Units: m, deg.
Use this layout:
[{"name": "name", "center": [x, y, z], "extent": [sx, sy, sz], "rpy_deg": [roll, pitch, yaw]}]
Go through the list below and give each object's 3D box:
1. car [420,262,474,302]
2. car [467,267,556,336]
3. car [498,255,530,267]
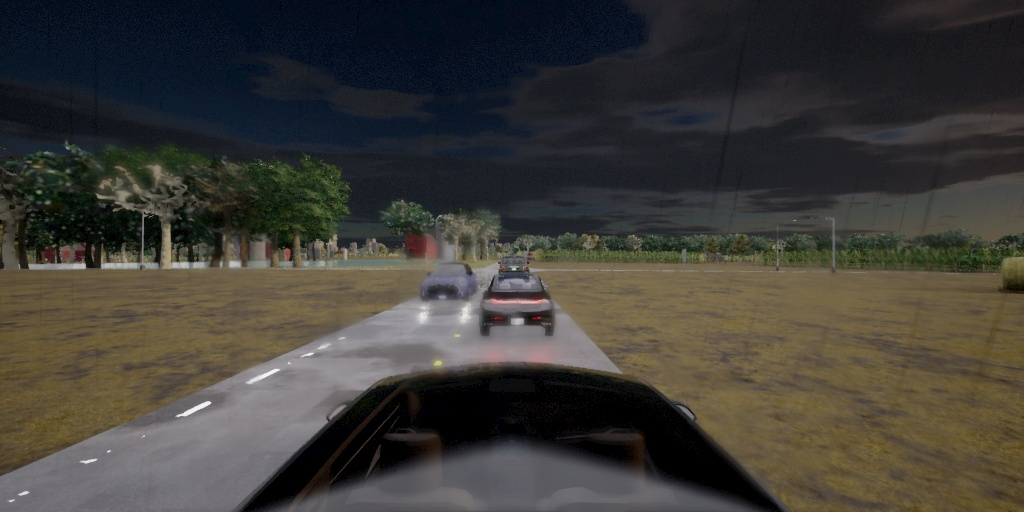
[{"name": "car", "center": [-2.829, 1.100, 16.914], "extent": [2.097, 1.767, 4.553], "rpy_deg": [0, 0, 0]}, {"name": "car", "center": [0.115, 1.241, 10.364], "extent": [2.128, 1.511, 4.902], "rpy_deg": [0, 0, 0]}, {"name": "car", "center": [0.135, 0.966, 26.564], "extent": [2.150, 2.045, 5.566], "rpy_deg": [0, 0, 0]}]
